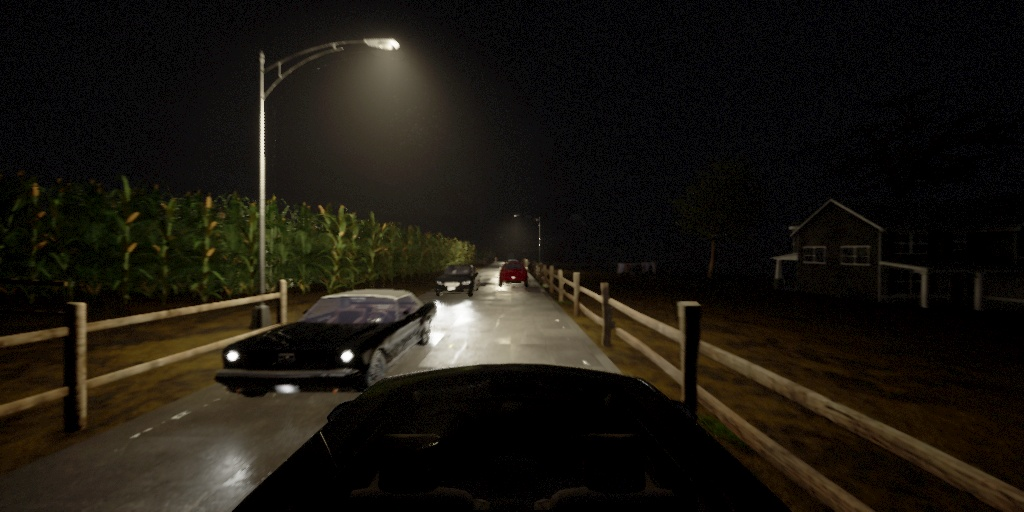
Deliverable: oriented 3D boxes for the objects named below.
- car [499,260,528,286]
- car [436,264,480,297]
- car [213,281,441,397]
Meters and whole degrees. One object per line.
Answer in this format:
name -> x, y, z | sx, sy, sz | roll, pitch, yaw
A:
car -> 0.096, 1.182, 24.763 | 1.882, 1.535, 5.008 | 0, 0, 0
car -> -2.740, 1.211, 18.750 | 2.128, 1.511, 4.902 | 0, 0, 0
car -> -2.804, 1.344, 6.667 | 1.895, 1.301, 4.718 | 0, 0, 0
